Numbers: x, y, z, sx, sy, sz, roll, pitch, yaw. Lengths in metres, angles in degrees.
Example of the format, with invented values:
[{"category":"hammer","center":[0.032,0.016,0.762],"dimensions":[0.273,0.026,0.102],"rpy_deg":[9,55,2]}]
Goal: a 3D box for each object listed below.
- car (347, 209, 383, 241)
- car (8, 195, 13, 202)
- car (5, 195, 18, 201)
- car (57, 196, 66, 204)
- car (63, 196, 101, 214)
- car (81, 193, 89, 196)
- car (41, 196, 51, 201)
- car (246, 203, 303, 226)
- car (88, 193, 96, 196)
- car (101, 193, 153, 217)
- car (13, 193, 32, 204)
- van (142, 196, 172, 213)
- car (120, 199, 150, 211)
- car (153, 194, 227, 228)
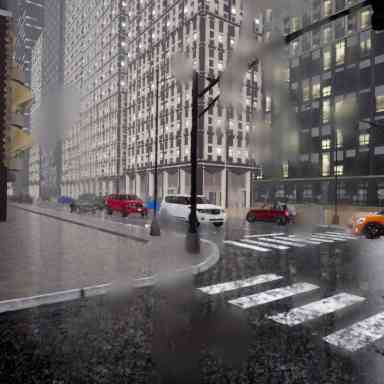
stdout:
[{"category":"car","center":[9.998,1.365,15.998],"dimensions":[4.553,1.767,2.097],"rpy_deg":[0,-1,15]},{"category":"car","center":[-37.029,1.396,69.762],"dimensions":[1.947,1.339,4.313],"rpy_deg":[1,-1,-35]},{"category":"car","center":[-40.299,1.377,74.367],"dimensions":[2.008,1.369,4.403],"rpy_deg":[1,-1,-35]},{"category":"car","center":[-22.720,1.436,59.612],"dimensions":[1.882,1.535,5.008],"rpy_deg":[1,-1,-35]},{"category":"car","center":[-10.863,1.427,32.920],"dimensions":[2.008,1.369,4.403],"rpy_deg":[1,-1,-35]},{"category":"car","center":[-18.503,1.248,58.877],"dimensions":[2.150,2.045,5.566],"rpy_deg":[1,-1,-35]},{"category":"car","center":[-36.740,1.570,83.823],"dimensions":[1.802,1.307,4.206],"rpy_deg":[1,-1,-35]},{"category":"car","center":[5.783,1.505,23.956],"dimensions":[1.967,1.590,4.097],"rpy_deg":[1,-1,-35]},{"category":"car","center":[-14.412,1.380,53.123],"dimensions":[2.097,1.767,4.553],"rpy_deg":[1,-1,-35]},{"category":"car","center":[-6.069,1.155,30.649],"dimensions":[2.150,2.045,5.566],"rpy_deg":[1,-1,-35]},{"category":"car","center":[-30.483,1.155,60.554],"dimensions":[2.192,1.841,5.009],"rpy_deg":[1,-1,-35]},{"category":"van","center":[-4.028,1.382,37.773],"dimensions":[1.690,1.788,3.998],"rpy_deg":[1,-1,-35]},{"category":"car","center":[-7.302,1.584,42.376],"dimensions":[2.008,1.369,4.403],"rpy_deg":[1,-1,-35]},{"category":"car","center":[-0.096,1.170,22.241],"dimensions":[2.150,2.045,5.566],"rpy_deg":[1,-1,-35]}]
